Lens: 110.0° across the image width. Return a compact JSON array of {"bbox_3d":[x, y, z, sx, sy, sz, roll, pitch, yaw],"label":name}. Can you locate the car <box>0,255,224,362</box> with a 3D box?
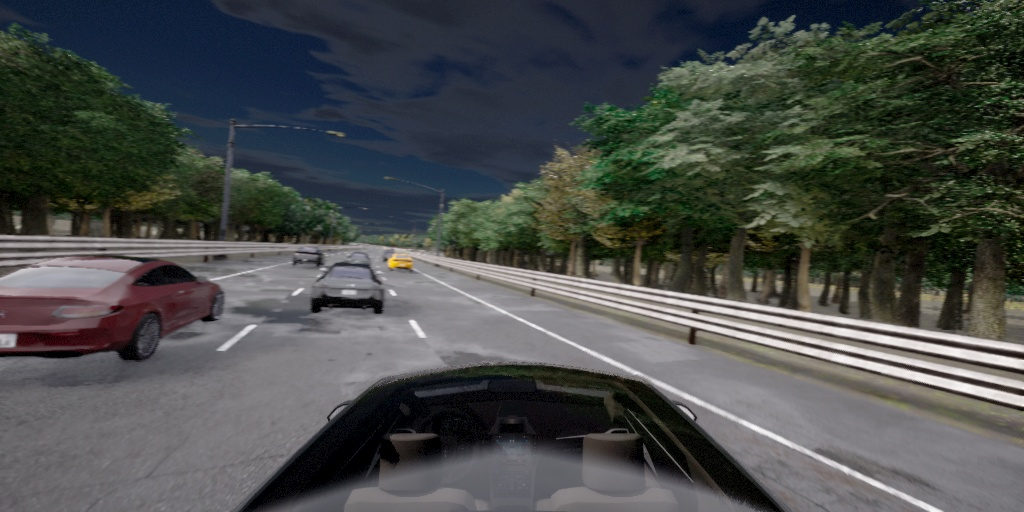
[{"bbox_3d":[-6.664,0.716,6.135,1.812,1.442,4.674,5,0,-23],"label":"car"}]

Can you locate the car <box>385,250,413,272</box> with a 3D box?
[{"bbox_3d":[-10.144,0.546,32.561,1.882,1.535,5.008,5,0,-22],"label":"car"}]

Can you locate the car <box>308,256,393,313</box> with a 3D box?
[{"bbox_3d":[-5.238,0.909,11.683,1.994,1.385,4.181,5,0,-23],"label":"car"}]

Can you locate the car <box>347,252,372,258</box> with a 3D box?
[{"bbox_3d":[-12.724,0.391,29.858,1.994,1.385,4.181,5,0,-22],"label":"car"}]

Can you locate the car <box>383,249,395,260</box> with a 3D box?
[{"bbox_3d":[-17.139,0.159,50.596,1.994,1.385,4.181,5,0,-21],"label":"car"}]

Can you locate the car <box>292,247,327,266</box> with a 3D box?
[{"bbox_3d":[-15.746,0.045,28.036,2.128,1.511,4.902,5,0,-22],"label":"car"}]
